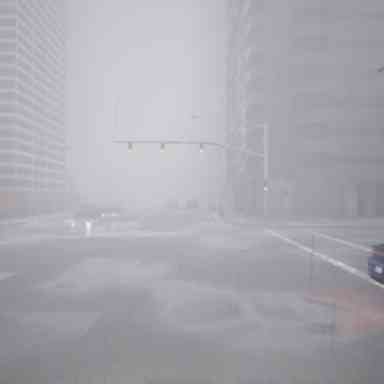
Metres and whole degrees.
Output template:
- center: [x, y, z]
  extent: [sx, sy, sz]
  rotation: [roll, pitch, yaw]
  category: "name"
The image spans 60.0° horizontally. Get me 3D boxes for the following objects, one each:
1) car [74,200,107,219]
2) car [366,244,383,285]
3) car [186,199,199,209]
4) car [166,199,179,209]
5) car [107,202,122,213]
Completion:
- center: [-10.603, 1.907, 34.253]
  extent: [1.837, 1.490, 4.892]
  rotation: [0, -1, 0]
  category: "car"
- center: [6.602, 1.565, 7.357]
  extent: [5.008, 1.535, 1.882]
  rotation: [0, -1, 0]
  category: "car"
- center: [0.098, 2.036, 58.375]
  extent: [2.097, 1.767, 4.553]
  rotation: [0, -1, 0]
  category: "car"
- center: [-3.406, 2.036, 58.374]
  extent: [2.097, 1.767, 4.553]
  rotation: [0, -1, 0]
  category: "car"
- center: [-10.593, 2.048, 44.511]
  extent: [1.812, 1.442, 4.674]
  rotation: [0, -1, 0]
  category: "car"
